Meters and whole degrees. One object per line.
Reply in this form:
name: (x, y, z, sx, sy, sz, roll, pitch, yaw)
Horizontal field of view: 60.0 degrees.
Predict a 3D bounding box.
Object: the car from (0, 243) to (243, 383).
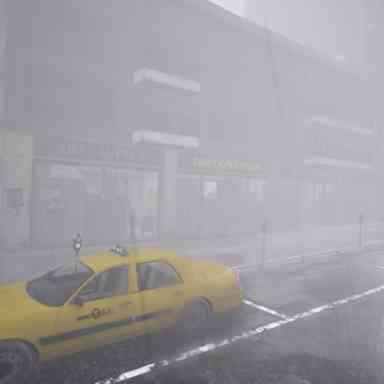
car: (-1.364, 1.527, 5.099, 4.829, 1.417, 1.752, 0, 2, -35)
